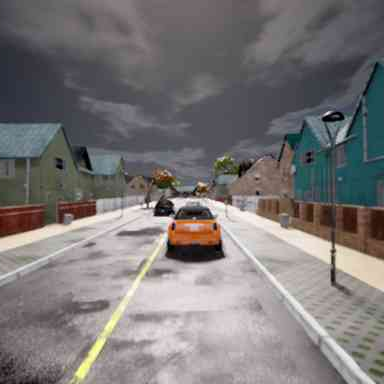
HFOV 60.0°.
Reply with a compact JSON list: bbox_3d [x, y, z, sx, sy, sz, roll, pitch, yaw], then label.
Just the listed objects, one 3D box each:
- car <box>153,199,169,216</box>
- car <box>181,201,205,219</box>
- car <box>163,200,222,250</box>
[{"bbox_3d":[-2.709,1.520,33.262,1.882,1.535,5.008,0,0,0],"label":"car"},{"bbox_3d":[0.123,1.581,30.702,2.033,1.411,5.357,0,0,0],"label":"car"},{"bbox_3d":[0.097,1.361,14.471,2.097,1.767,4.553,0,0,0],"label":"car"}]
